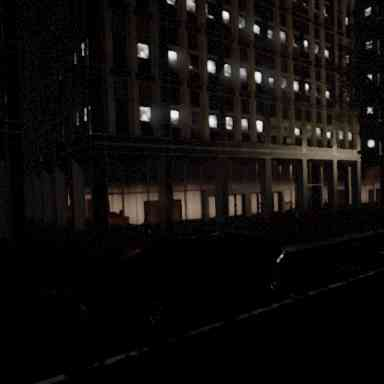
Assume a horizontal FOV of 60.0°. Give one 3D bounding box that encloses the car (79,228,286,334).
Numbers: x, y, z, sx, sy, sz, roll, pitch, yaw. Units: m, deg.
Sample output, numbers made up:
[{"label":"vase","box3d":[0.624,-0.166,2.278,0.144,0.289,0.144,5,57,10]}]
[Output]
[{"label":"car","box3d":[0.040,1.455,6.583,4.313,1.339,1.947,-2,1,-35]}]
